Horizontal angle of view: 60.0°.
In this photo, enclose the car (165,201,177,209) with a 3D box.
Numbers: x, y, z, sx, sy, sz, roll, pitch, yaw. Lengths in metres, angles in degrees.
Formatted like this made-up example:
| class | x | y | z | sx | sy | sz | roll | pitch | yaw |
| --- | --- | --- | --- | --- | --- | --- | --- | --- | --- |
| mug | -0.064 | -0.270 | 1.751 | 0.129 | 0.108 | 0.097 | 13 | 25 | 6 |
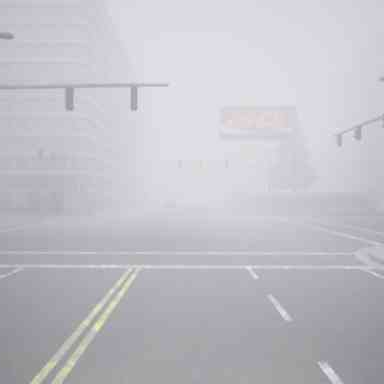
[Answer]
| class | x | y | z | sx | sy | sz | roll | pitch | yaw |
| --- | --- | --- | --- | --- | --- | --- | --- | --- | --- |
| car | -3.514 | 2.206 | 57.015 | 1.895 | 1.301 | 4.718 | 0 | -1 | 0 |
